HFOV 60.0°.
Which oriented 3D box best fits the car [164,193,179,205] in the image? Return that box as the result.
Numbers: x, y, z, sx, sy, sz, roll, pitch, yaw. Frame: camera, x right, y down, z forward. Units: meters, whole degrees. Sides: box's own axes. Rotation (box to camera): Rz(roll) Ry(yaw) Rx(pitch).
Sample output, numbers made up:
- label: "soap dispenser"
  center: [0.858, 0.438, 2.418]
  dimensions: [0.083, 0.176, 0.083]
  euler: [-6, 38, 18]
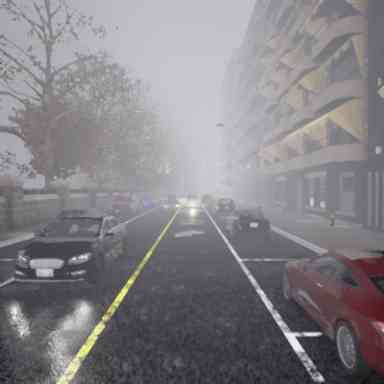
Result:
- label: "car"
  center: [-3.065, 1.035, 51.135]
  dimensions: [2.097, 1.767, 4.553]
  euler: [0, 0, 0]

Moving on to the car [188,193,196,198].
- label: "car"
  center: [0.019, 0.899, 87.449]
  dimensions: [1.837, 1.490, 4.892]
  euler: [0, 0, 0]

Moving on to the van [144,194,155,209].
- label: "van"
  center: [-5.682, 1.092, 39.018]
  dimensions: [1.690, 1.788, 3.998]
  euler: [0, 0, 0]

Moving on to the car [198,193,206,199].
- label: "car"
  center: [2.708, 1.030, 89.691]
  dimensions: [1.887, 1.381, 4.507]
  euler: [0, 0, 0]

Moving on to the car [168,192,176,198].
- label: "car"
  center: [-5.671, 0.900, 95.321]
  dimensions: [1.967, 1.590, 4.097]
  euler: [0, 0, 0]

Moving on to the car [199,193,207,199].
- label: "car"
  center: [2.708, 1.056, 84.061]
  dimensions: [1.887, 1.381, 4.507]
  euler: [0, 0, 0]

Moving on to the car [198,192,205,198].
- label: "car"
  center: [2.710, 0.900, 95.320]
  dimensions: [1.967, 1.590, 4.097]
  euler: [0, 0, 0]

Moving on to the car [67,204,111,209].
- label: "car"
  center: [-5.687, 1.455, 16.500]
  dimensions: [1.947, 1.339, 4.313]
  euler: [0, 0, 0]

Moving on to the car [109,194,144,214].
- label: "car"
  center: [-5.684, 1.133, 27.758]
  dimensions: [2.192, 1.841, 5.009]
  euler: [0, 0, 0]

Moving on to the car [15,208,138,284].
- label: "car"
  center: [-3.096, 1.427, 9.451]
  dimensions: [2.128, 1.511, 4.902]
  euler: [0, 0, 0]

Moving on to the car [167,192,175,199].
- label: "car"
  center: [-5.672, 0.925, 89.692]
  dimensions: [1.967, 1.590, 4.097]
  euler: [0, 0, 0]

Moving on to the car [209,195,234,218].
- label: "car"
  center: [2.696, 1.258, 27.757]
  dimensions: [1.967, 1.590, 4.097]
  euler: [0, 0, 0]

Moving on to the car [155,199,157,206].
- label: "car"
  center: [-5.681, 1.301, 44.650]
  dimensions: [1.802, 1.307, 4.206]
  euler: [0, 0, 0]

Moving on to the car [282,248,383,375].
- label: "car"
  center: [2.691, 1.546, 5.238]
  dimensions: [1.802, 1.307, 4.206]
  euler: [0, 0, 0]

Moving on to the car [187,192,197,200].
- label: "car"
  center: [0.014, 0.806, 71.181]
  dimensions: [2.097, 1.767, 4.553]
  euler: [0, 0, 0]

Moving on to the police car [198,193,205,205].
- label: "police car"
  center: [2.378, 1.098, 52.780]
  dimensions: [1.930, 1.638, 5.238]
  euler: [0, 0, 0]

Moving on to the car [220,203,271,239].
- label: "car"
  center: [2.693, 1.455, 16.499]
  dimensions: [1.947, 1.339, 4.313]
  euler: [0, 0, 0]

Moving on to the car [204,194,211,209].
- label: "car"
  center: [2.699, 1.275, 39.188]
  dimensions: [1.752, 1.417, 4.829]
  euler: [0, 0, 0]
